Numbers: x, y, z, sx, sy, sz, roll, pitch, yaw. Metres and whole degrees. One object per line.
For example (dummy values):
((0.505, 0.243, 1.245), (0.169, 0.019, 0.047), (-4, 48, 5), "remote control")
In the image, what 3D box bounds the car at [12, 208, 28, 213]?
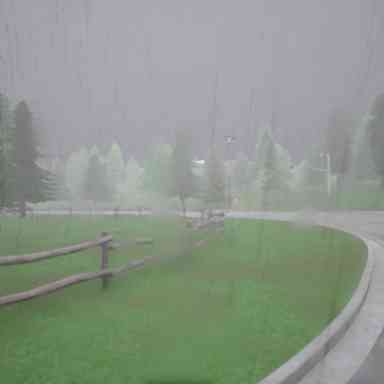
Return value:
((-34.299, 3.408, 63.892), (4.718, 1.301, 1.895), (-2, -1, 29), "car")

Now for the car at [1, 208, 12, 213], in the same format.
((-35.648, 3.383, 60.711), (4.718, 1.301, 1.895), (-2, -1, 29), "car")

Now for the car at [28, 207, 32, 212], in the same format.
((-34.747, 3.421, 68.143), (4.902, 1.511, 2.128), (-2, -1, 29), "car")

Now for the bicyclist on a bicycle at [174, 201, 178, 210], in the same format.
((-2.843, 2.406, 59.098), (0.582, 1.620, 1.656), (-2, -1, 29), "bicyclist on a bicycle")
